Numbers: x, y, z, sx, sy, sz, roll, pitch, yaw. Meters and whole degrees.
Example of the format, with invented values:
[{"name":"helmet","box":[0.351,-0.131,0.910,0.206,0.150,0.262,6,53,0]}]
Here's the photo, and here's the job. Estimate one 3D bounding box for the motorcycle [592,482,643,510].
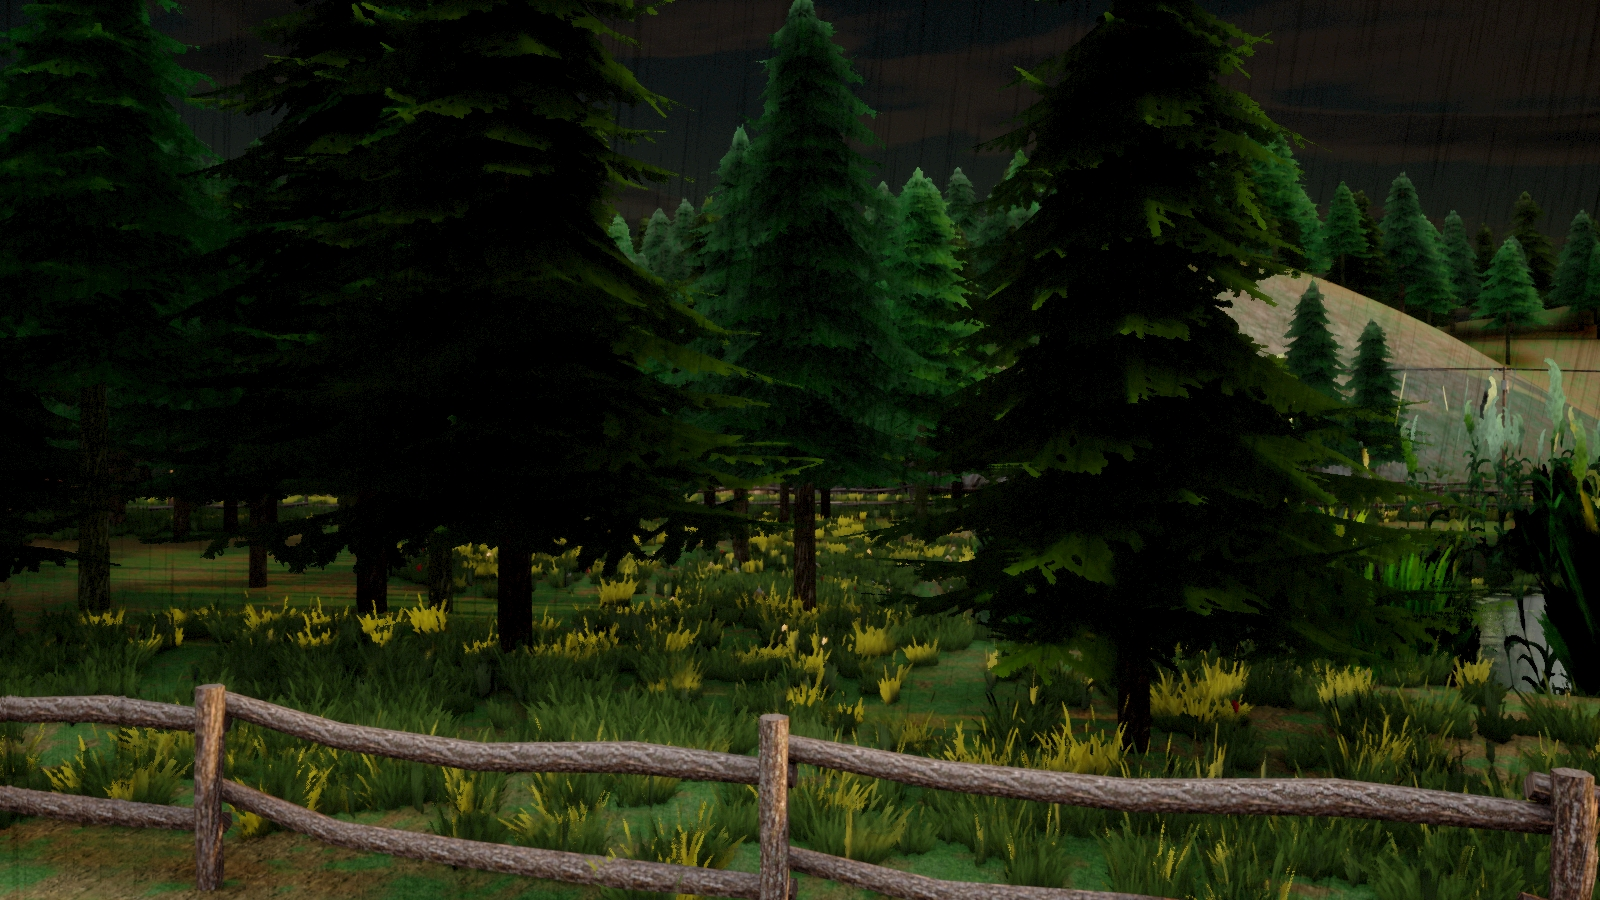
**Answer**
[{"name":"motorcycle","box":[-8.654,2.178,54.114,2.209,1.251,0.867,0,0,14]}]
